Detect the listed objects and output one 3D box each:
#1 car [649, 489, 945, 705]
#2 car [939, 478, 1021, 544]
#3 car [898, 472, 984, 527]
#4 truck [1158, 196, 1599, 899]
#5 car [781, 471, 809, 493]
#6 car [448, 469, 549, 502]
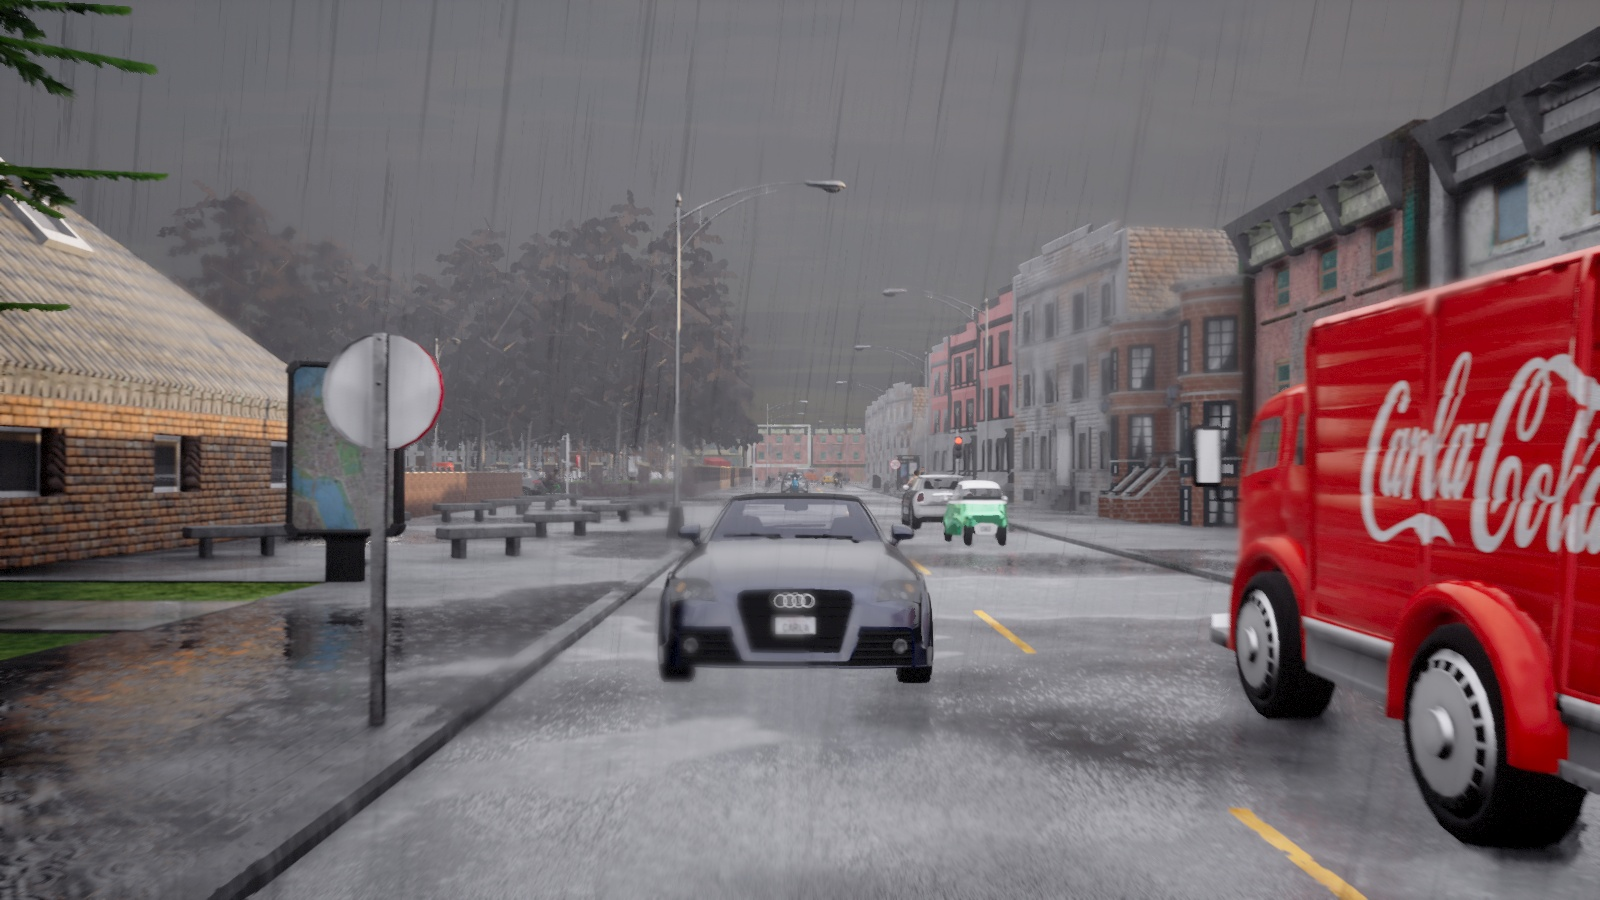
[{"bbox_3d":[-0.026,1.056,10.572,1.994,1.385,4.181,0,-1,0],"label":"car"},{"bbox_3d":[3.933,1.319,27.735,1.481,1.376,2.207,0,-1,0],"label":"car"},{"bbox_3d":[3.908,1.358,35.483,1.970,1.475,3.806,0,-1,0],"label":"car"},{"bbox_3d":[3.982,0.424,6.695,2.627,2.467,5.204,0,-1,0],"label":"truck"},{"bbox_3d":[-0.356,2.266,89.802,2.007,1.525,4.514,0,-1,0],"label":"car"},{"bbox_3d":[-15.238,1.786,63.696,4.611,1.667,2.242,0,-1,-2],"label":"car"}]
